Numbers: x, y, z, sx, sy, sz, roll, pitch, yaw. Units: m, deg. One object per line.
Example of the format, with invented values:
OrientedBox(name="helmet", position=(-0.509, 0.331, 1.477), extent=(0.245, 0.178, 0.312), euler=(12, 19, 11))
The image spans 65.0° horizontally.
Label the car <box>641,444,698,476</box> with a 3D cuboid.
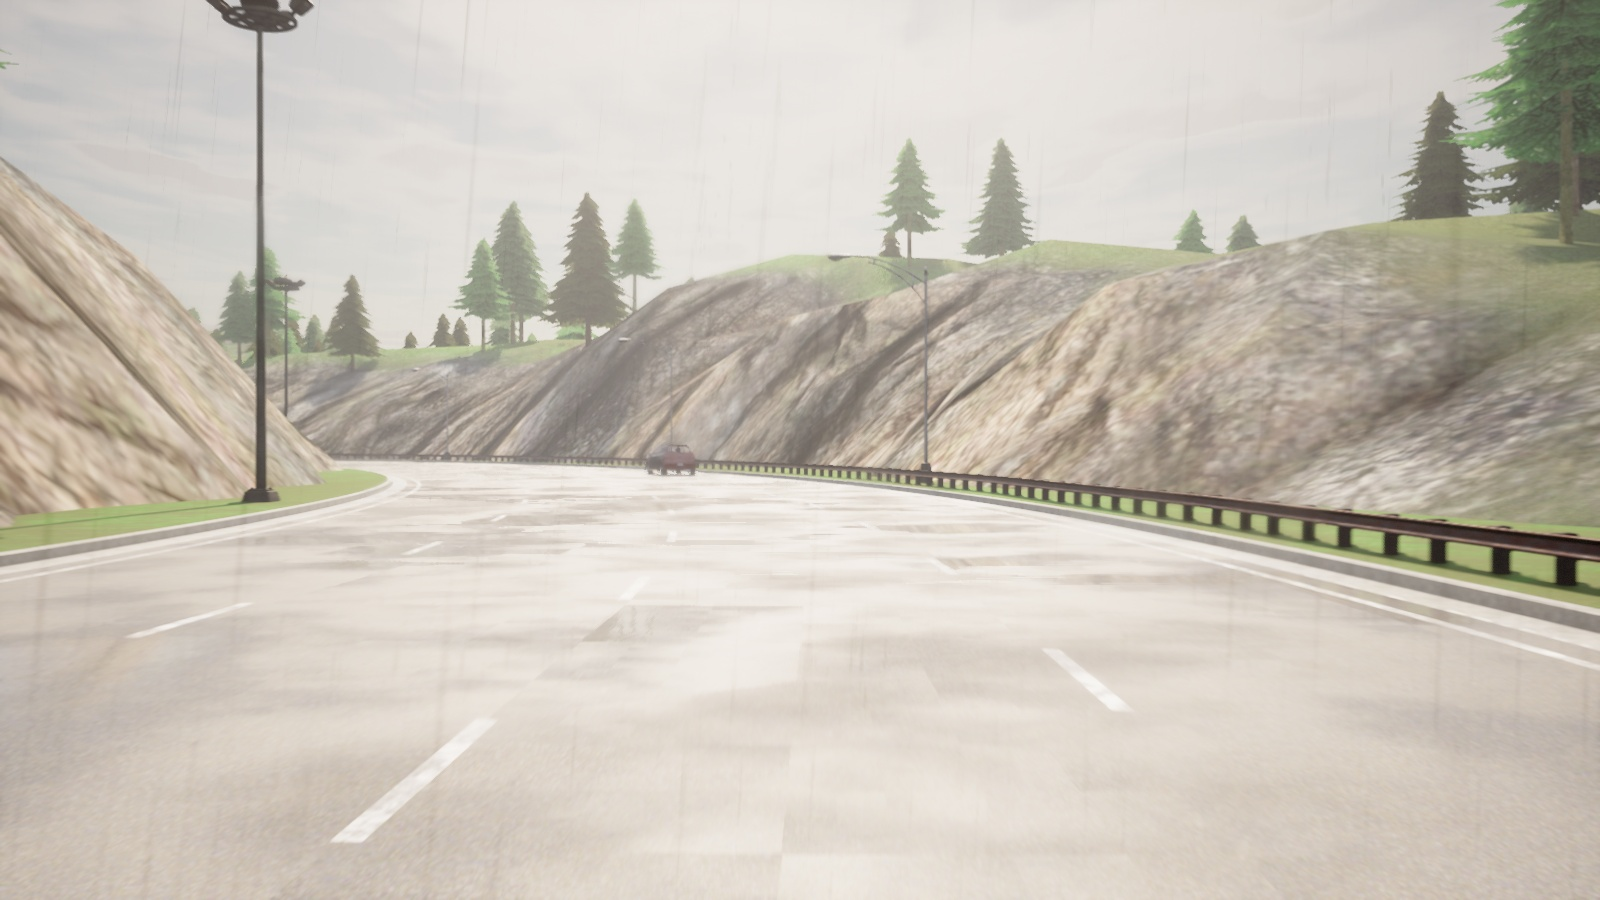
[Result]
OrientedBox(name="car", position=(-6.406, 0.448, 61.223), extent=(1.845, 1.501, 3.633), euler=(0, 0, -22))
